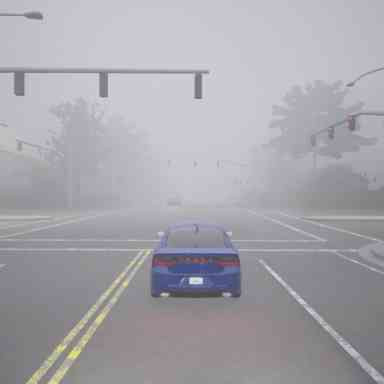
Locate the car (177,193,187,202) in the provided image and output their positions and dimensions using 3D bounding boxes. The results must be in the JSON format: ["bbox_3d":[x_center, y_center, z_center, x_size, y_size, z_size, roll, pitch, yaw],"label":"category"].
[{"bbox_3d":[-2.446,1.225,80.624,2.150,2.045,5.566,0,0,0],"label":"car"}]

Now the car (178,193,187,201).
[{"bbox_3d":[-2.535,1.553,70.011,1.994,1.385,4.181,0,0,0],"label":"car"}]

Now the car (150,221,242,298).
[{"bbox_3d":[0.085,1.478,8.578,1.882,1.535,5.008,0,0,0],"label":"car"}]

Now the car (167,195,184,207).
[{"bbox_3d":[-2.770,1.564,51.451,1.994,1.385,4.181,0,0,1],"label":"car"}]
